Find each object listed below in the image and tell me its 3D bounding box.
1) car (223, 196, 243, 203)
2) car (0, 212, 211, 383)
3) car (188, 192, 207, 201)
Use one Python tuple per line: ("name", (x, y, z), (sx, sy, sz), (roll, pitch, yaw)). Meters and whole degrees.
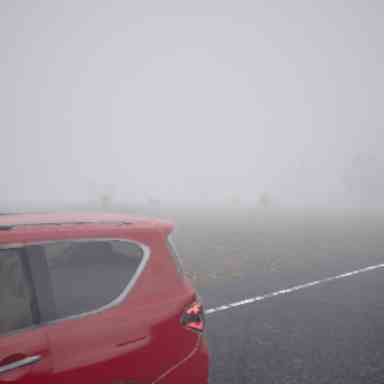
("car", (7.908, 1.431, 63.921), (1.994, 1.385, 4.181), (0, 0, -34))
("car", (-2.441, 1.225, 2.131), (5.566, 2.045, 2.150), (0, 0, -36))
("car", (1.418, 0.955, 73.608), (2.150, 2.045, 5.566), (0, 0, -34))
